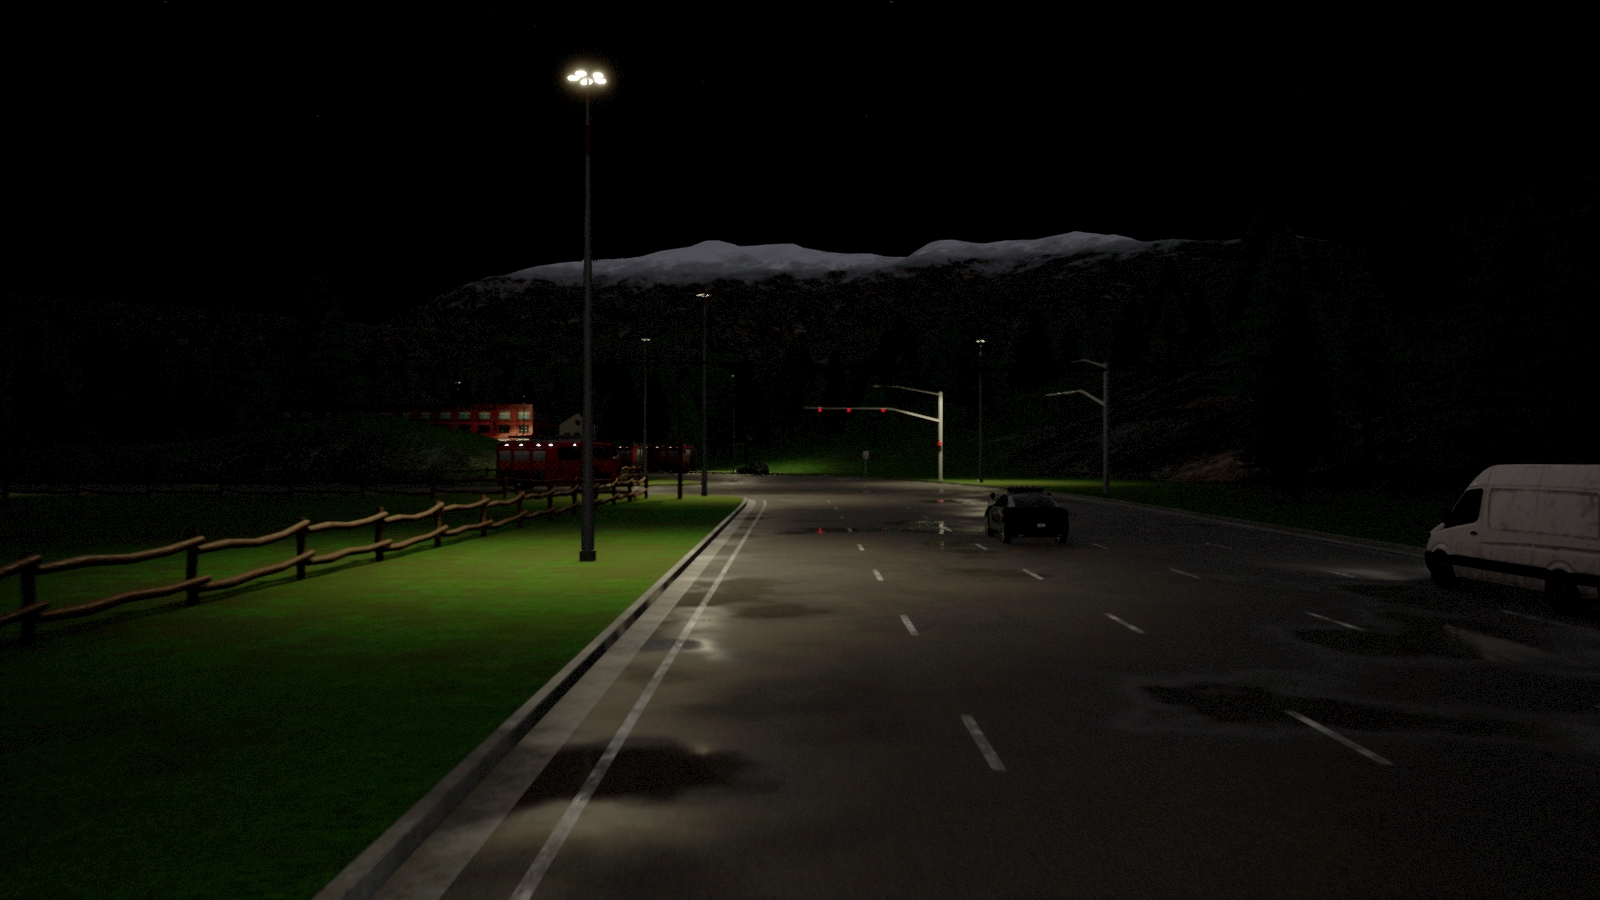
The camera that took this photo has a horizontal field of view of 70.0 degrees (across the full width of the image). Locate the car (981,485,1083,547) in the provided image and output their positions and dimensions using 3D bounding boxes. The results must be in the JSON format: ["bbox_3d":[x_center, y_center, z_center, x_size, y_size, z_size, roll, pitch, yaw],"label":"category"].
[{"bbox_3d":[7.108,1.982,35.584,2.097,1.638,5.238,0,0,0],"label":"car"}]

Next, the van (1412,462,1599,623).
[{"bbox_3d":[13.988,1.534,21.290,1.988,2.561,5.915,0,0,0],"label":"van"}]
